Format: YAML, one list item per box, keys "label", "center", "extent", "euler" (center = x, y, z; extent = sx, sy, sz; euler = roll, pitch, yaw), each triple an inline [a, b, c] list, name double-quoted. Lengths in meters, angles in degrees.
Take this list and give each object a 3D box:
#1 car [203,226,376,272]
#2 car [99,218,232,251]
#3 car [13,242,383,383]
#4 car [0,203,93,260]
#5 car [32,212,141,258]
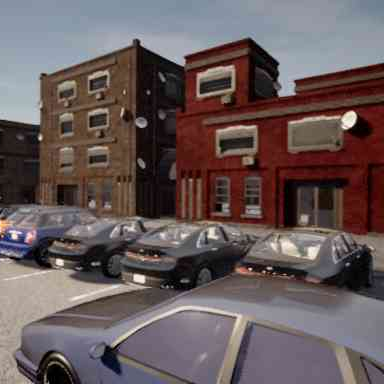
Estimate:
- label: "car"
  center: [2.574, 1.485, 7.114]
  extent: [2.231, 1.521, 4.892]
  euler: [0, 0, 36]
- label: "car"
  center: [0.330, 1.490, 8.717]
  extent: [2.231, 1.521, 4.892]
  euler: [0, 0, 36]
- label: "car"
  center: [0.577, 1.549, 2.969]
  extent: [5.357, 1.411, 2.033]
  euler: [0, 0, 36]
- label: "car"
  center: [-4.171, 1.378, 11.902]
  extent: [2.185, 1.767, 4.553]
  euler: [0, 0, 36]
- label: "car"
  center: [-1.913, 1.497, 10.320]
  extent: [2.231, 1.521, 4.892]
  euler: [0, 0, 36]
